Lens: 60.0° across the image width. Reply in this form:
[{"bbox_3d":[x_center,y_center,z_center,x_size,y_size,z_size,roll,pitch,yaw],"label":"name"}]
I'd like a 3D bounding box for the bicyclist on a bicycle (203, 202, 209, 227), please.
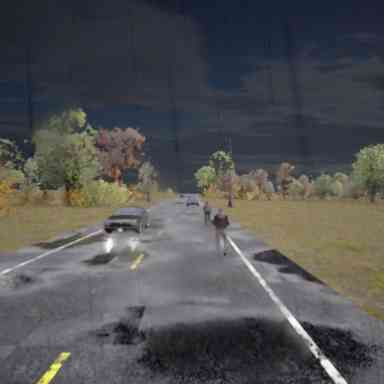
[{"bbox_3d":[0.967,1.434,20.938,0.582,1.620,1.656,0,0,0],"label":"bicyclist on a bicycle"}]

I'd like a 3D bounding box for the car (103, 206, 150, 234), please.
[{"bbox_3d":[-3.597,1.530,19.309,2.033,1.411,5.357,0,0,0],"label":"car"}]

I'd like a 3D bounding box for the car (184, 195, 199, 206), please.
[{"bbox_3d":[0.113,1.496,53.790,2.033,1.411,5.357,0,0,0],"label":"car"}]

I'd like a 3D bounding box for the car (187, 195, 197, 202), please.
[{"bbox_3d":[0.016,1.470,73.716,2.033,1.411,5.357,0,0,0],"label":"car"}]

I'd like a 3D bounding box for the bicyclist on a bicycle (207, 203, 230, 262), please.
[{"bbox_3d":[0.965,1.360,11.255,0.659,1.776,1.843,0,0,0],"label":"bicyclist on a bicycle"}]
